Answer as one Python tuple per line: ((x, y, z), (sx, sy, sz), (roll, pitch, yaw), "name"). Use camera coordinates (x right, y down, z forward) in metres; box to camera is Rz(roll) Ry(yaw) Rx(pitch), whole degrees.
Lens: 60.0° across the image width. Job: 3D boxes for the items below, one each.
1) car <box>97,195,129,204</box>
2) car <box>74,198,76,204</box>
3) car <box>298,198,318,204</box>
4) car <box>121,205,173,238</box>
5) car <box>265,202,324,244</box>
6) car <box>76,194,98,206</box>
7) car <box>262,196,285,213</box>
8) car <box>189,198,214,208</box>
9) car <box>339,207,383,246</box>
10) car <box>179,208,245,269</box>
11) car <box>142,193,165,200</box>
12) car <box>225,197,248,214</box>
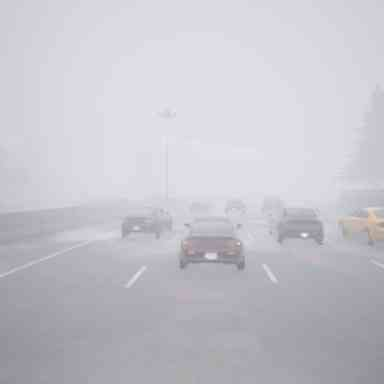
((-10.450, 1.265, 45.374), (1.895, 1.301, 4.718), (0, 0, 17), "car")
((-15.982, 1.100, 50.913), (2.128, 1.511, 4.902), (0, 0, 19), "car")
((12.197, 1.338, 34.919), (1.812, 1.442, 4.674), (0, 0, 16), "car")
((-2.182, 1.406, 16.921), (1.812, 1.442, 4.674), (0, 0, 7), "car")
((4.686, 1.419, 15.429), (1.837, 1.490, 4.892), (0, 0, 7), "car")
((-13.684, 1.170, 46.682), (1.812, 1.442, 4.674), (0, 1, 18), "car")
((8.104, 1.161, 33.162), (2.097, 1.767, 4.553), (0, 0, 14), "car")
((0.974, 1.307, 33.576), (1.812, 1.442, 4.674), (0, 0, 14), "car")
((8.122, 1.408, 14.742), (1.882, 1.535, 5.008), (0, 0, 7), "car")
((0.674, 1.456, 10.821), (1.812, 1.442, 4.674), (0, 0, 5), "car")
((-5.618, 1.010, 48.736), (2.097, 1.767, 4.553), (0, 0, 20), "car")
((4.455, 1.302, 33.045), (1.837, 1.490, 4.892), (0, 0, 14), "car")
